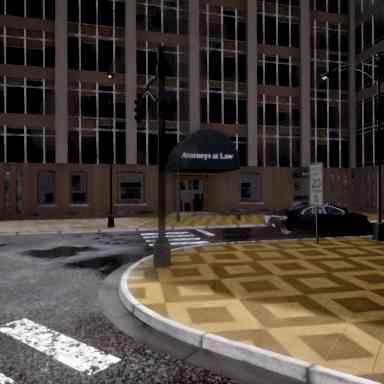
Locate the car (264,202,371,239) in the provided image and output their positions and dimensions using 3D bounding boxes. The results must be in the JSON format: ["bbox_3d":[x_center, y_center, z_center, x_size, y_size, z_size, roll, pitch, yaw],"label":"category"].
[{"bbox_3d":[6.106,1.309,15.875,4.902,1.511,2.128,0,0,-14],"label":"car"}]

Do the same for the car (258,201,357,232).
[{"bbox_3d":[6.504,1.313,18.909,4.902,1.511,2.128,0,0,-14],"label":"car"}]
